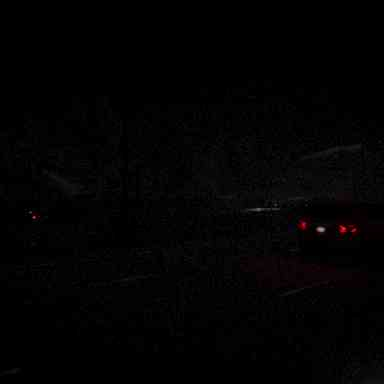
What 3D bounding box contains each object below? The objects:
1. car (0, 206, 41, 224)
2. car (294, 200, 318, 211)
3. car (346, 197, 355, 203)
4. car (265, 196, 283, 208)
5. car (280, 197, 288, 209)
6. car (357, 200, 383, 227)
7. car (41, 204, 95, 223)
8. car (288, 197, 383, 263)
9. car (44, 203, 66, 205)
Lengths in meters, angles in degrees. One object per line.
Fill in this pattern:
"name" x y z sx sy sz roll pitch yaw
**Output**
"car" -12.377 1.715 21.049 4.553 1.767 2.097 0 -1 -37
"car" 17.196 1.955 50.053 1.837 1.490 4.892 -1 0 38
"car" 38.120 1.880 80.090 1.812 1.442 4.674 -1 -1 23
"car" 14.850 1.796 58.763 2.150 2.045 5.566 -1 -1 35
"car" 17.107 2.015 55.927 2.128 1.511 4.902 -1 -1 36
"car" 14.381 1.533 25.178 2.097 1.767 4.553 -1 -1 44
"car" -10.090 1.980 27.165 4.181 1.385 1.994 0 -1 -38
"car" 6.248 1.323 12.678 5.566 2.045 2.150 0 0 -41
"car" -12.661 1.819 29.585 4.553 1.767 2.097 0 -1 -38
